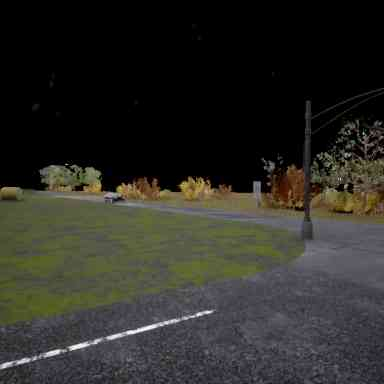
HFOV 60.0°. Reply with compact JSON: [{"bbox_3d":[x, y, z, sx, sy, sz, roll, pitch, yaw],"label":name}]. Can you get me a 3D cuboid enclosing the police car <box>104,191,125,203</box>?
[{"bbox_3d":[-11.603,0.744,49.757,1.930,1.638,5.238,1,0,-32],"label":"police car"}]
